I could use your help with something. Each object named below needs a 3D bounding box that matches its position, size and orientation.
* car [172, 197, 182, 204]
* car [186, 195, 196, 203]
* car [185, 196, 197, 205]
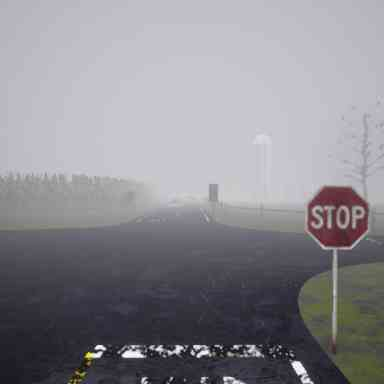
[{"bbox_3d":[-2.939,1.646,65.381,1.895,1.301,4.718,0,0,0],"label":"car"},{"bbox_3d":[-0.209,1.507,71.241,2.128,1.511,4.902,0,0,0],"label":"car"},{"bbox_3d":[-0.175,1.516,60.822,1.882,1.535,5.008,0,0,0],"label":"car"}]
